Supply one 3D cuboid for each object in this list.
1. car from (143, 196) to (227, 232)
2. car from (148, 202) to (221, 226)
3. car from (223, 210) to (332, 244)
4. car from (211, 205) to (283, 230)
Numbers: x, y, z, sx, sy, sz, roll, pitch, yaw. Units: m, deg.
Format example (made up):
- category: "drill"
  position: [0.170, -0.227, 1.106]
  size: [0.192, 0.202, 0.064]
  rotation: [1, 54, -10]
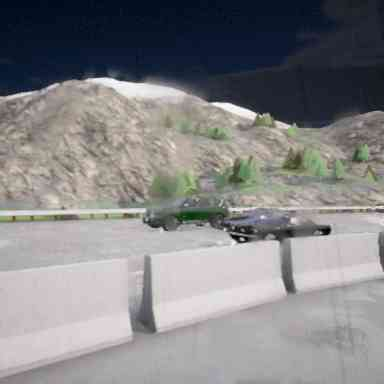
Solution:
- category: "car"
  position: [-0.213, 1.251, 20.462]
  size: [5.566, 2.045, 2.150]
  rotation: [1, 0, -31]
- category: "car"
  position: [-0.514, 1.511, 24.348]
  size: [5.008, 1.535, 1.882]
  rotation: [1, 0, -31]
- category: "car"
  position: [3.971, 1.674, 14.826]
  size: [4.718, 1.301, 1.895]
  rotation: [1, 0, -31]
- category: "car"
  position: [4.046, 1.629, 18.956]
  size: [5.357, 1.411, 2.033]
  rotation: [1, 0, -30]
